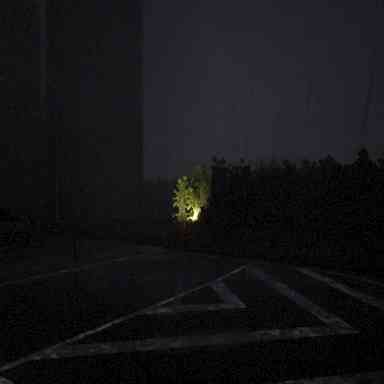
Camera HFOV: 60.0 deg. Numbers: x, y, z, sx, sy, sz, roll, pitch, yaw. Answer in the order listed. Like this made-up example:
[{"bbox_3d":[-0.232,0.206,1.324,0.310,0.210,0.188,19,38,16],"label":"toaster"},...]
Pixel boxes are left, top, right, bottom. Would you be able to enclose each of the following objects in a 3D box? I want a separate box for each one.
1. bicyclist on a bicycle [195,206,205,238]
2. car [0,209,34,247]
[{"bbox_3d":[0.579,1.515,16.031,0.582,1.620,1.656,-1,4,-40],"label":"bicyclist on a bicycle"},{"bbox_3d":[-8.487,1.483,13.030,1.851,1.617,3.988,0,0,35],"label":"car"}]
